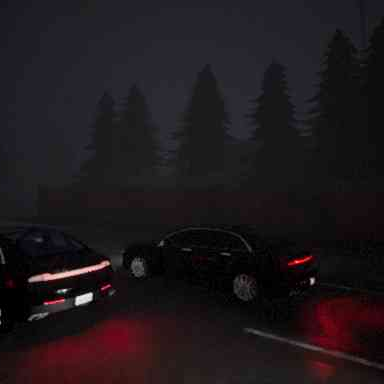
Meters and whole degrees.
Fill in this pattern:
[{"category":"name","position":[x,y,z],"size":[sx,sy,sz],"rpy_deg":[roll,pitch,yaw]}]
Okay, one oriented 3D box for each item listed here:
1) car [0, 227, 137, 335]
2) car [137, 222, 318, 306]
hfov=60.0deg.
[{"category":"car","position":[-3.659,1.451,6.638],"size":[4.902,1.511,2.128],"rpy_deg":[0,0,36]},{"category":"car","position":[0.432,1.480,8.002],"size":[4.892,1.490,1.837],"rpy_deg":[1,0,36]}]
